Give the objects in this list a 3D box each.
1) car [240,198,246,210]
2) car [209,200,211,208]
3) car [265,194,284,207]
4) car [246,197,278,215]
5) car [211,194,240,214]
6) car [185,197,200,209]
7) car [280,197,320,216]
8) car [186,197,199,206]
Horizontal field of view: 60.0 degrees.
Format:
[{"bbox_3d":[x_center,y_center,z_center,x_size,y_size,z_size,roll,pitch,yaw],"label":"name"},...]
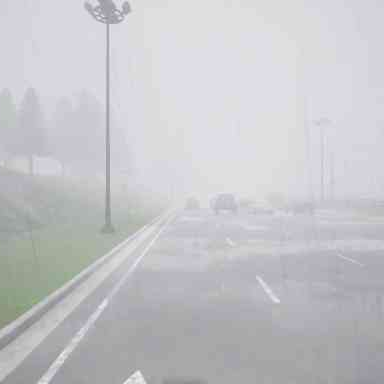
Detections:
[{"bbox_3d":[7.026,1.478,43.993,1.882,1.535,5.008,0,0,0],"label":"car"},{"bbox_3d":[3.488,1.526,46.030,1.812,1.442,4.674,0,0,0],"label":"car"},{"bbox_3d":[10.524,1.221,43.355,2.150,2.045,5.566,0,0,0],"label":"car"},{"bbox_3d":[7.046,1.526,33.979,1.812,1.442,4.674,0,0,0],"label":"car"},{"bbox_3d":[3.501,1.221,35.630,2.150,2.045,5.566,0,0,1],"label":"car"},{"bbox_3d":[0.046,1.547,44.306,2.033,1.411,5.357,0,0,0],"label":"car"},{"bbox_3d":[10.551,1.505,32.893,1.837,1.490,4.892,0,0,0],"label":"car"},{"bbox_3d":[0.026,1.547,54.982,2.033,1.411,5.357,0,0,-3],"label":"car"}]
